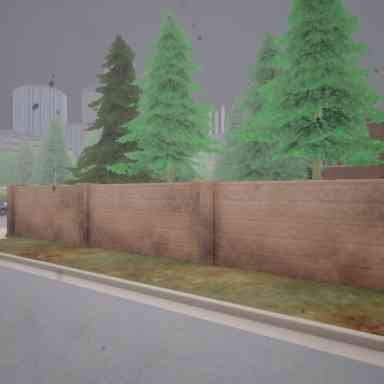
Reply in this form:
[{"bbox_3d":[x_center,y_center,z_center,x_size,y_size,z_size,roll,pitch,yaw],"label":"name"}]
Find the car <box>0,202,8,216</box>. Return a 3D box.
[{"bbox_3d":[-17.472,1.526,33.034,1.812,1.442,4.674,0,0,35],"label":"car"}]
